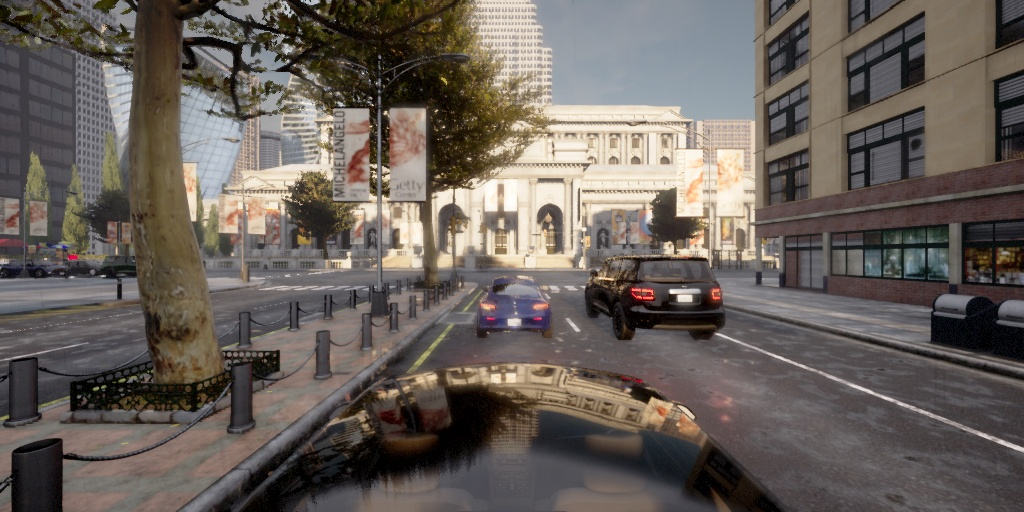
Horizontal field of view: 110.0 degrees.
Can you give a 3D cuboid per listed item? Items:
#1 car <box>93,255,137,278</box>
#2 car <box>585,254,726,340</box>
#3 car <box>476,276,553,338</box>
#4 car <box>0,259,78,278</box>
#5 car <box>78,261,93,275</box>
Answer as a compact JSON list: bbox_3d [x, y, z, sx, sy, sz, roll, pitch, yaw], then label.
[{"bbox_3d":[-35.664,0.971,34.155,5.566,2.045,2.150,0,0,0],"label":"car"},{"bbox_3d":[3.580,0.971,10.099,2.150,2.045,5.566,0,0,0],"label":"car"},{"bbox_3d":[0.074,1.276,10.089,1.812,1.442,4.674,0,0,0],"label":"car"},{"bbox_3d":[-45.075,1.102,34.076,4.553,1.767,2.097,0,0,-2],"label":"car"},{"bbox_3d":[-44.446,1.255,37.599,4.892,1.490,1.837,0,0,-1],"label":"car"}]
